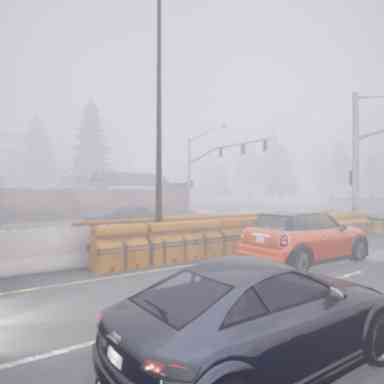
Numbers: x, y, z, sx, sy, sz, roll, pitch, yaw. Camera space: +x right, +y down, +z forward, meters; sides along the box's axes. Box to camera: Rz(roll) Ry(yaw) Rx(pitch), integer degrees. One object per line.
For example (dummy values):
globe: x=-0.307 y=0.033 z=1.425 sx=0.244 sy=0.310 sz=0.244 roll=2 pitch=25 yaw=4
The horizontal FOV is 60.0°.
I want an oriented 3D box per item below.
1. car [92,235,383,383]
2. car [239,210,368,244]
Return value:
car: x=0.888 y=1.571 z=4.382 sx=4.181 sy=1.385 sz=1.994 roll=0 pitch=0 yaw=-35
car: x=3.666 y=1.370 z=10.657 sx=4.553 sy=1.767 sz=2.097 roll=0 pitch=0 yaw=-35
